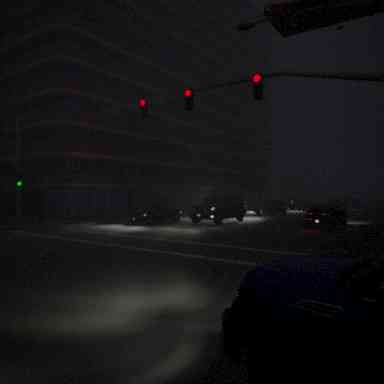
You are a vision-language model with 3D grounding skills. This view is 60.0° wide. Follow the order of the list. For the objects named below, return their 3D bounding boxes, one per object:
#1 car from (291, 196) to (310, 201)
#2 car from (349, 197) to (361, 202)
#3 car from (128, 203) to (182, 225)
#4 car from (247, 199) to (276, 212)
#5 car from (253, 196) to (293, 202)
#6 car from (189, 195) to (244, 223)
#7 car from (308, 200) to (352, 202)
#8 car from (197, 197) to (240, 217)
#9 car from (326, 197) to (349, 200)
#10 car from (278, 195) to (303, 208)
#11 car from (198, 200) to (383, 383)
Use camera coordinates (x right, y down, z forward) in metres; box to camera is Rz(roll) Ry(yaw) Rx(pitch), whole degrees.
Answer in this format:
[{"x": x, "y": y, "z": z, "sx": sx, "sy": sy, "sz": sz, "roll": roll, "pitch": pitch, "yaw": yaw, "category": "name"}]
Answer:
[{"x": 13.824, "y": 1.544, "z": 41.436, "sx": 2.033, "sy": 1.411, "sz": 5.357, "roll": 0, "pitch": 0, "yaw": 35, "category": "car"}, {"x": 23.074, "y": 1.500, "z": 48.154, "sx": 1.837, "sy": 1.490, "sz": 4.892, "roll": 0, "pitch": 0, "yaw": 35, "category": "car"}, {"x": -2.574, "y": 1.524, "z": 24.303, "sx": 1.812, "sy": 1.442, "sz": 4.674, "roll": 0, "pitch": 0, "yaw": 35, "category": "car"}, {"x": 8.358, "y": 1.561, "z": 39.779, "sx": 1.994, "sy": 1.385, "sz": 4.181, "roll": 0, "pitch": 0, "yaw": 35, "category": "car"}, {"x": 7.862, "y": 1.489, "z": 33.012, "sx": 2.128, "sy": 1.511, "sz": 4.902, "roll": 0, "pitch": 0, "yaw": 35, "category": "car"}, {"x": 2.042, "y": 1.221, "z": 24.774, "sx": 2.150, "sy": 2.045, "sz": 5.566, "roll": 0, "pitch": 0, "yaw": 35, "category": "car"}, {"x": 8.989, "y": 1.503, "z": 22.169, "sx": 1.837, "sy": 1.490, "sz": 4.892, "roll": 0, "pitch": 0, "yaw": 35, "category": "car"}, {"x": 2.617, "y": 1.350, "z": 31.655, "sx": 2.097, "sy": 1.767, "sz": 4.553, "roll": 0, "pitch": 0, "yaw": 35, "category": "car"}, {"x": 16.787, "y": 1.501, "z": 39.248, "sx": 1.837, "sy": 1.490, "sz": 4.892, "roll": 0, "pitch": 0, "yaw": 35, "category": "car"}, {"x": 14.212, "y": 1.348, "z": 48.005, "sx": 2.097, "sy": 1.767, "sz": 4.553, "roll": 0, "pitch": 0, "yaw": 36, "category": "car"}, {"x": 2.833, "y": 1.223, "z": 2.732, "sx": 5.566, "sy": 2.045, "sz": 2.150, "roll": 0, "pitch": 1, "yaw": 45, "category": "car"}]
